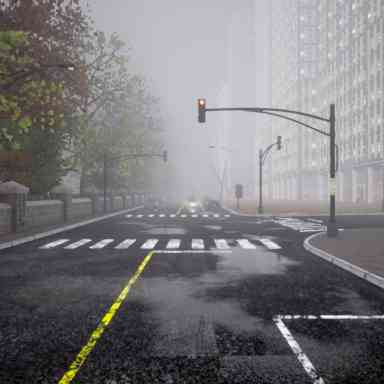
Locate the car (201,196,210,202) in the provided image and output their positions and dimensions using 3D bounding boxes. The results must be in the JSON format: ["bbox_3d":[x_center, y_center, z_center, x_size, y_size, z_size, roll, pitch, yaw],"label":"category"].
[{"bbox_3d":[3.131,1.590,76.789,1.812,1.442,4.674,0,0,0],"label":"car"}]

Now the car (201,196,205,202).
[{"bbox_3d":[2.679,1.592,47.109,1.947,1.339,4.313,0,0,0],"label":"car"}]

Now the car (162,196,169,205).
[{"bbox_3d":[-5.703,1.478,58.373,1.967,1.590,4.097,0,0,0],"label":"car"}]

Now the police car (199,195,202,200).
[{"bbox_3d":[3.117,1.479,69.899,1.930,1.638,5.238,0,0,0],"label":"police car"}]

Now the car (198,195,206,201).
[{"bbox_3d":[2.669,1.643,92.168,2.008,1.369,4.403,0,0,0],"label":"car"}]

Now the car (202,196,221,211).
[{"bbox_3d":[2.681,1.587,41.477,1.947,1.339,4.313,0,0,0],"label":"car"}]

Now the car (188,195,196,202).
[{"bbox_3d":[-0.020,1.571,80.014,1.837,1.490,4.892,0,0,0],"label":"car"}]

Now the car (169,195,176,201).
[{"bbox_3d":[-5.710,1.627,86.534,1.887,1.381,4.507,0,0,0],"label":"car"}]

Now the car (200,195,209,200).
[{"bbox_3d":[2.678,1.598,52.742,1.947,1.339,4.313,0,0,0],"label":"car"}]

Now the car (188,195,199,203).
[{"bbox_3d":[0.028,1.566,70.997,2.128,1.511,4.902,0,0,0],"label":"car"}]

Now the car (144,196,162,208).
[{"bbox_3d":[-5.701,1.608,47.107,1.802,1.307,4.206,0,0,0],"label":"car"}]
